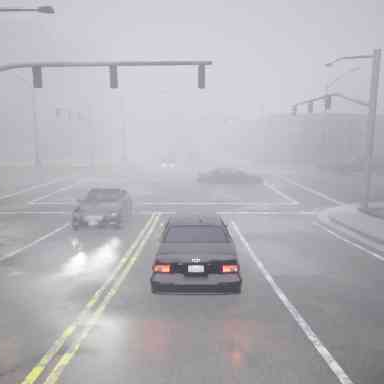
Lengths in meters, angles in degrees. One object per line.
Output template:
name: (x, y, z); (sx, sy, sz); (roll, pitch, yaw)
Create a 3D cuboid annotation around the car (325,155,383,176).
car: (17.074, -2.751, 33.803); (5.566, 2.045, 2.150); (0, 9, 1)

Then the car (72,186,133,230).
car: (-3.708, 0.577, 14.412); (2.128, 1.511, 4.902); (0, 7, -3)

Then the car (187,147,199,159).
car: (0.190, -6.743, 59.985); (1.882, 1.535, 5.008); (0, 9, 0)

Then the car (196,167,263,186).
car: (2.974, -1.283, 26.819); (5.357, 1.411, 2.033); (0, 9, 0)

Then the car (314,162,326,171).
car: (16.331, -3.047, 37.309); (4.902, 1.511, 2.128); (0, 9, 0)

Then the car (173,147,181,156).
car: (-3.476, -6.877, 60.985); (1.837, 1.490, 4.892); (0, 9, 0)

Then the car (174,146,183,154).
car: (-3.393, -8.498, 71.181); (2.033, 1.411, 5.357); (0, 9, 0)

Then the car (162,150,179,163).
car: (-3.519, -5.293, 51.507); (2.033, 1.411, 5.357); (0, 9, 0)

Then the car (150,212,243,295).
car: (0.087, 1.219, 8.383); (2.033, 1.411, 5.357); (0, 4, 0)
